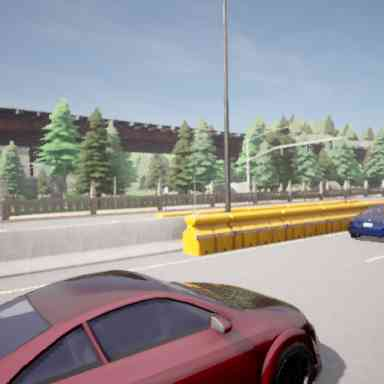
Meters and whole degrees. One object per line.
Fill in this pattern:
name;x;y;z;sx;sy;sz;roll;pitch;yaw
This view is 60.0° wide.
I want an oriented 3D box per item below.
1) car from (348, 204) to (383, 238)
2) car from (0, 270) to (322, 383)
car;8.539;1.217;14.240;4.181;1.385;1.994;-2;1;-36
car;-0.584;1.532;3.326;4.181;1.385;1.994;-2;1;-37
